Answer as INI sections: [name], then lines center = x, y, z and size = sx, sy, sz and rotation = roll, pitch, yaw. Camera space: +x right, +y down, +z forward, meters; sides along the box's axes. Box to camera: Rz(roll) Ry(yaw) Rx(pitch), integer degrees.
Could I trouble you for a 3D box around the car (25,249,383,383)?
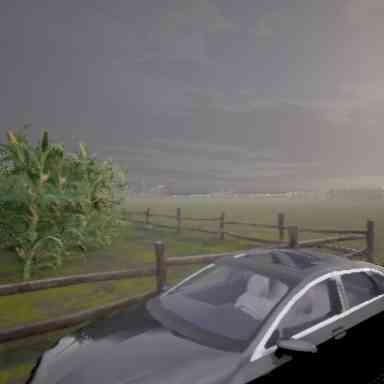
[car]
center = 0.829, 1.486, 3.671
size = 4.902, 1.511, 2.128
rotation = -1, 0, -36
